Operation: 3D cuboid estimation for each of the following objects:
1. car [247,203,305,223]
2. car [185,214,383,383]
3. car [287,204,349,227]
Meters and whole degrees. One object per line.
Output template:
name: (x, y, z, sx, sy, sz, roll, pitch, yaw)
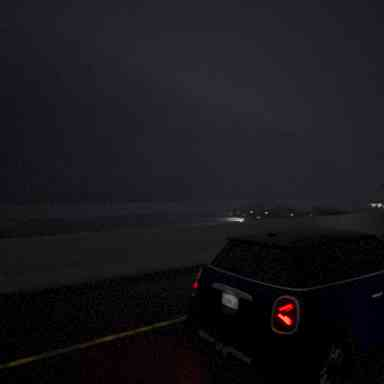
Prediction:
car: (6.692, 1.610, 26.133, 4.718, 1.301, 1.895, 0, 0, -37)
car: (2.196, 1.354, 5.309, 4.553, 1.767, 2.097, 0, 0, -35)
car: (8.972, 1.610, 23.474, 4.718, 1.301, 1.895, 0, 0, -37)
